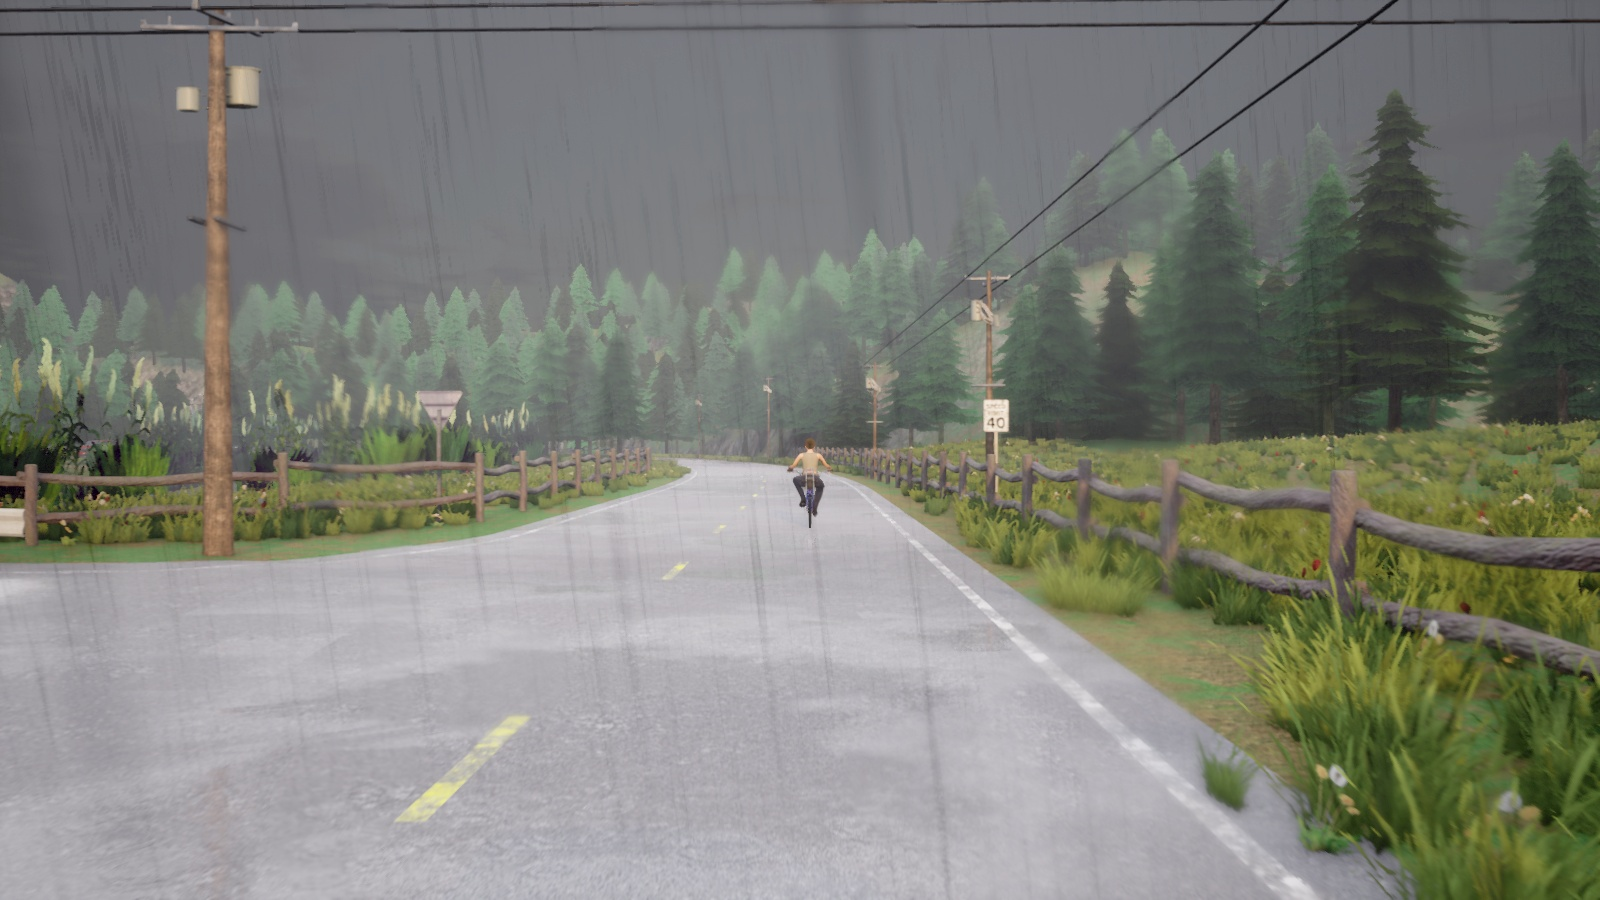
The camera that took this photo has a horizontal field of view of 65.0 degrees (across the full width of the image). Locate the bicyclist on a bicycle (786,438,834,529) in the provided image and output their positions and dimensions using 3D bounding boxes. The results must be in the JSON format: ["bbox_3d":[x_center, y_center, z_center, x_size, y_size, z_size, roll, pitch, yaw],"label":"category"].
[{"bbox_3d":[0.182,0.589,23.089,0.866,1.612,1.509,0,0,0],"label":"bicyclist on a bicycle"}]
